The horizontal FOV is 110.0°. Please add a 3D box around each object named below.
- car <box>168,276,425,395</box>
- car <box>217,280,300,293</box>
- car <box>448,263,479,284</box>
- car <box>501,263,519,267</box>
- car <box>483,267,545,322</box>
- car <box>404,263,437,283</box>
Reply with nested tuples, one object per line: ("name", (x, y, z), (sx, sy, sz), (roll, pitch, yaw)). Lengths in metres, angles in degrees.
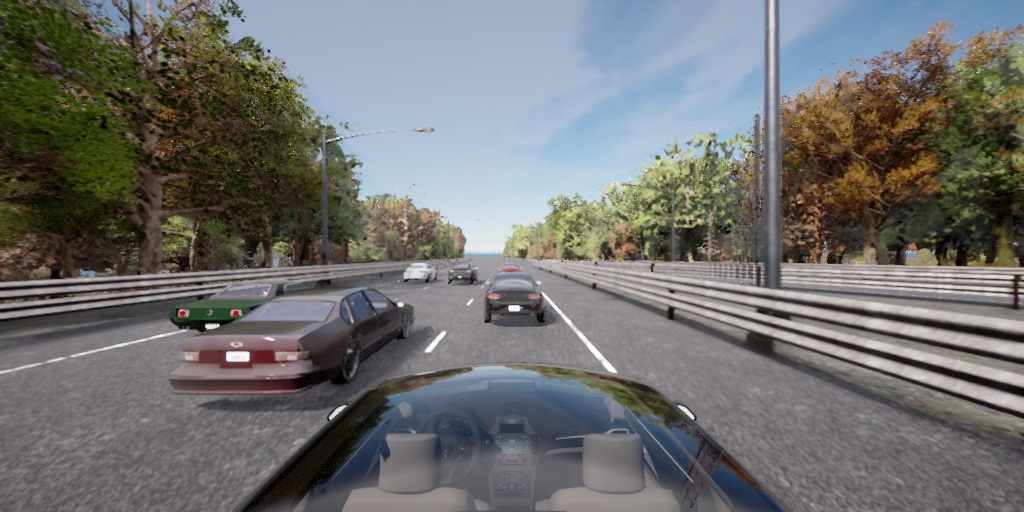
("car", (-3.417, 1.299, 6.967), (2.033, 1.411, 5.357), (0, 0, 0))
("car", (-6.937, 1.354, 10.510), (1.895, 1.301, 4.718), (0, 0, 0))
("car", (-3.639, 1.257, 27.177), (2.128, 1.511, 4.902), (0, 0, -1))
("car", (-0.158, 1.291, 28.284), (1.812, 1.442, 4.674), (0, 0, -1))
("car", (0.048, 1.278, 12.197), (1.812, 1.442, 4.674), (0, 0, 0))
("car", (-7.158, 1.293, 28.257), (1.812, 1.442, 4.674), (0, 0, -1))
